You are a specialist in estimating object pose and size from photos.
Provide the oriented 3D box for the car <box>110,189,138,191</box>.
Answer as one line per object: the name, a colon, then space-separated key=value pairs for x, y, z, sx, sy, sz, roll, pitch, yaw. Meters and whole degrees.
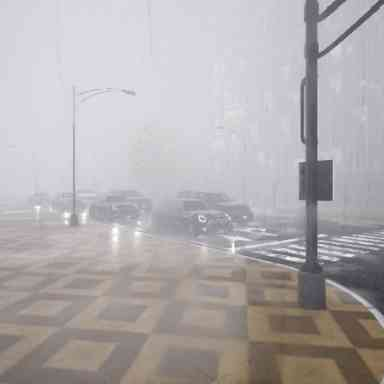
car: x=-5.523 y=0.758 z=28.600 sx=2.150 sy=2.045 sz=5.566 roll=0 pitch=1 yaw=-38

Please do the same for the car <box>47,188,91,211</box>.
car: x=-11.538 y=0.789 z=30.990 sx=2.097 sy=1.767 sz=4.553 roll=0 pitch=1 yaw=-38

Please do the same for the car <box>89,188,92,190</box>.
car: x=-12.141 y=0.562 z=37.037 sx=2.150 sy=2.045 sz=5.566 roll=0 pitch=1 yaw=-37

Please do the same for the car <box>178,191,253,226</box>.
car: x=1.099 y=0.955 z=20.176 sx=2.150 sy=2.045 sz=5.566 roll=0 pitch=1 yaw=-40

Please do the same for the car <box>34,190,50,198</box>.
car: x=-28.759 y=0.286 z=63.738 sx=1.812 sy=1.442 sz=4.674 roll=0 pitch=1 yaw=-38

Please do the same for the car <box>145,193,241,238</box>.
car: x=-0.092 y=1.128 z=16.482 sx=2.097 sy=1.767 sz=4.553 roll=0 pitch=1 yaw=-38

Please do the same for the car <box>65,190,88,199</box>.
car: x=-20.172 y=0.485 z=58.100 sx=2.033 sy=1.411 sz=5.357 roll=0 pitch=1 yaw=-40

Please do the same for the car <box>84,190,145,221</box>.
car: x=-5.505 y=0.968 z=23.326 sx=2.097 sy=1.767 sz=4.553 roll=0 pitch=1 yaw=-38

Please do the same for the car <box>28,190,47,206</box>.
car: x=-17.851 y=0.774 z=39.066 sx=1.812 sy=1.442 sz=4.674 roll=0 pitch=1 yaw=-38

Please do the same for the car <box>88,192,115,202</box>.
car: x=-13.610 y=0.682 z=49.725 sx=2.033 sy=1.411 sz=5.357 roll=0 pitch=1 yaw=-38
